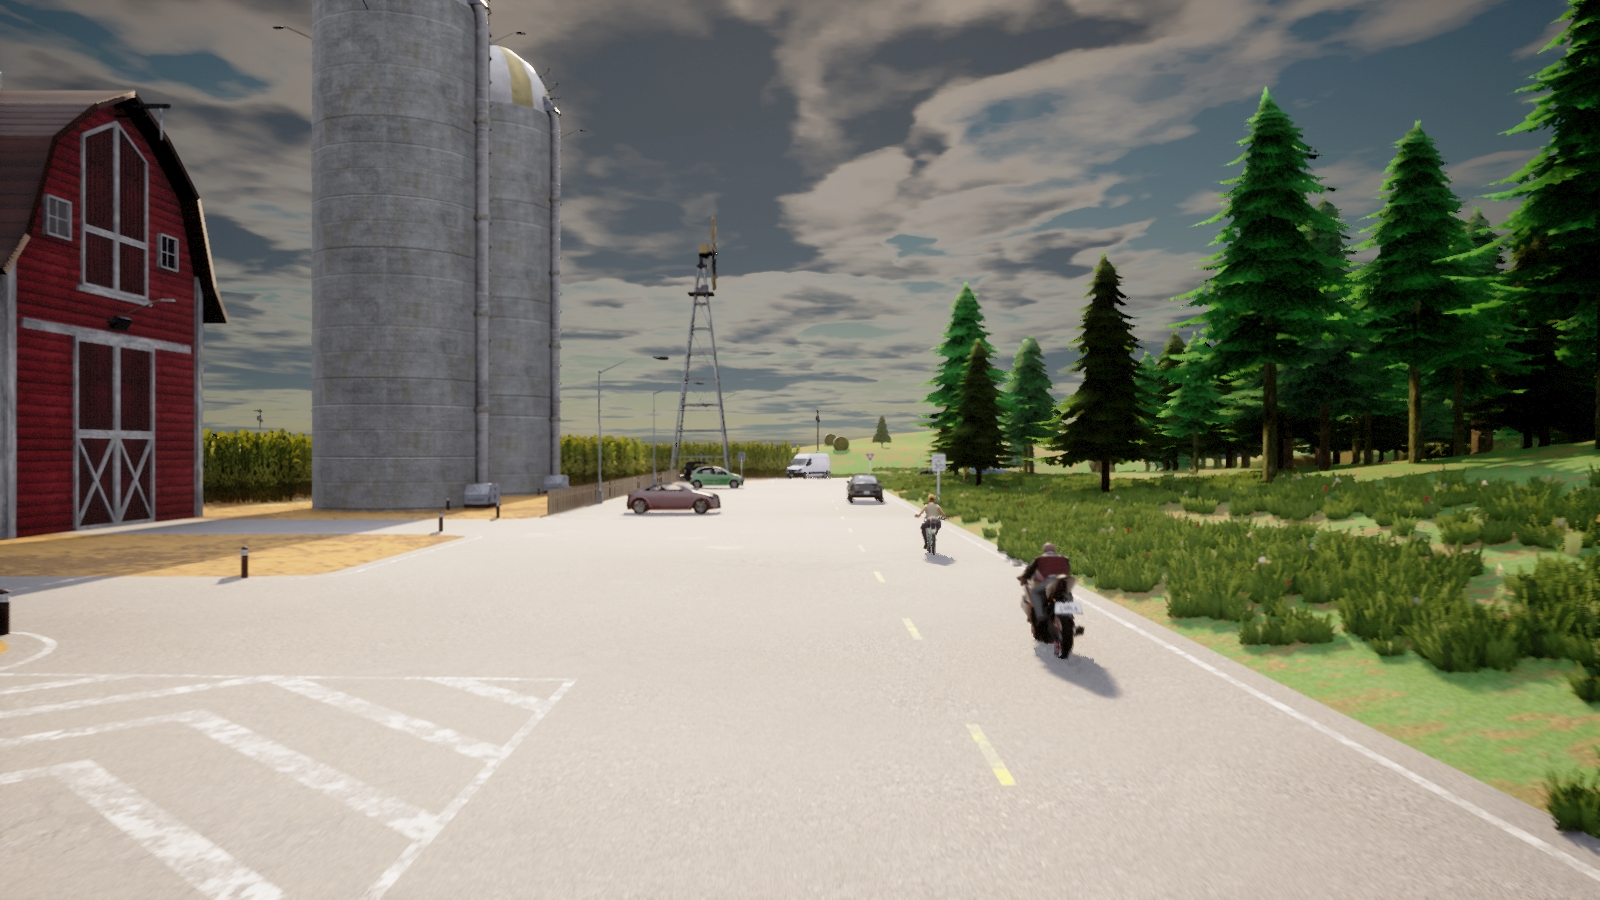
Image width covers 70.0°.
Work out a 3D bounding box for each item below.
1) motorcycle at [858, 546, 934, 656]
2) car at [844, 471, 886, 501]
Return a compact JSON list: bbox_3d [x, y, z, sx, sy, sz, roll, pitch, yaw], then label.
[{"bbox_3d":[1.304,2.060,15.964,0.867,1.251,2.209,0,0,0],"label":"motorcycle"},{"bbox_3d":[3.503,1.924,62.178,2.002,1.442,4.674,0,0,0],"label":"car"}]
